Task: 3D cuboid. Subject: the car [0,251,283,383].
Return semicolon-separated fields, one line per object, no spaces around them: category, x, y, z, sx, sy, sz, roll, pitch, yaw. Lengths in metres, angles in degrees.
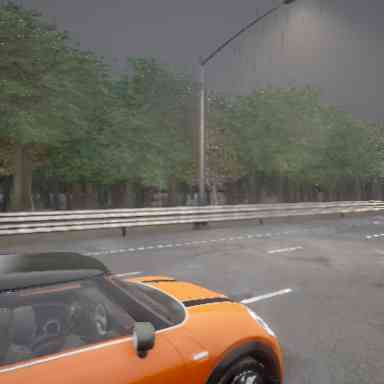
car;-1.275;1.351;2.961;4.553;1.767;2.097;0;0;-36
